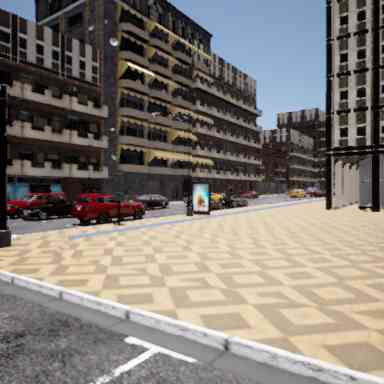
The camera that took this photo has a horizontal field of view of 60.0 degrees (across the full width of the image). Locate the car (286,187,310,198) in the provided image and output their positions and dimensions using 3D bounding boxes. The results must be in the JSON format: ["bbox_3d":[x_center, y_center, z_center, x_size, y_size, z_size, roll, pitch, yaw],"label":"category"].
[{"bbox_3d":[19.579,0.291,61.343,1.882,1.535,5.008,0,1,35],"label":"car"}]

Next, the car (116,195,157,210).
[{"bbox_3d":[-5.775,1.065,35.200,1.802,1.307,4.206,2,2,35],"label":"car"}]

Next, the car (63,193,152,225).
[{"bbox_3d":[-5.236,1.023,21.351,2.192,1.841,5.009,1,2,35],"label":"car"}]

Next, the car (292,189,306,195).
[{"bbox_3d":[26.033,-0.029,80.630,1.887,1.381,4.507,2,2,35],"label":"car"}]

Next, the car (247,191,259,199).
[{"bbox_3d":[10.129,0.503,57.915,1.887,1.381,4.507,2,2,35],"label":"car"}]

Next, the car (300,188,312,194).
[{"bbox_3d":[29.215,-0.241,85.170,1.967,1.590,4.097,2,2,35],"label":"car"}]

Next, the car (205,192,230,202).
[{"bbox_3d":[3.767,0.751,48.829,1.802,1.307,4.206,2,2,35],"label":"car"}]

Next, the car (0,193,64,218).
[{"bbox_3d":[-12.135,1.005,26.107,2.192,1.841,5.009,2,2,35],"label":"car"}]

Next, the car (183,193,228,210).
[{"bbox_3d":[1.126,1.067,30.446,1.947,1.339,4.313,1,2,35],"label":"car"}]

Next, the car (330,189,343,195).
[{"bbox_3d":[32.941,-0.011,75.886,1.887,1.381,4.507,1,2,35],"label":"car"}]

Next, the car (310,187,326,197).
[{"bbox_3d":[23.397,0.308,62.254,1.887,1.381,4.507,1,2,35],"label":"car"}]

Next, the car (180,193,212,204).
[{"bbox_3d":[0.587,0.825,44.286,2.008,1.369,4.403,2,2,35],"label":"car"}]

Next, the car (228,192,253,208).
[{"bbox_3d":[4.307,0.962,34.990,1.947,1.339,4.313,1,2,35],"label":"car"}]

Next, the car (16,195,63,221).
[{"bbox_3d":[-10.039,1.222,24.618,1.812,1.442,4.674,0,1,35],"label":"car"}]

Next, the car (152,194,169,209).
[{"bbox_3d":[-4.264,1.000,32.863,2.128,1.511,4.902,0,1,35],"label":"car"}]

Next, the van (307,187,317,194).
[{"bbox_3d":[32.396,-0.447,89.710,1.690,1.788,3.998,2,2,35],"label":"van"}]

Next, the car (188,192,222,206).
[{"bbox_3d":[1.689,0.791,41.348,1.882,1.535,5.008,0,1,35],"label":"car"}]

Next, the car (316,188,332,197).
[{"bbox_3d":[26.579,0.097,66.795,1.967,1.590,4.097,1,2,35],"label":"car"}]
